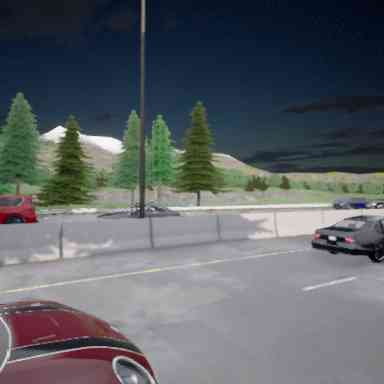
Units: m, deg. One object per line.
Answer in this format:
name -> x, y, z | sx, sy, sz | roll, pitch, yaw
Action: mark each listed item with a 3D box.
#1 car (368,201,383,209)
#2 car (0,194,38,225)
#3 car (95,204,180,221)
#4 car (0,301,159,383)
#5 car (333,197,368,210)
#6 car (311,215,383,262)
car -> 23.976, 1.519, 39.463 | 4.902, 1.511, 2.128 | 0, 0, -20
car -> -11.142, 1.151, 17.441 | 5.566, 2.045, 2.150 | 0, 0, -35
car -> -2.938, 1.450, 18.635 | 4.902, 1.511, 2.128 | 0, 0, -32
car -> -2.385, 1.338, 1.939 | 4.553, 1.767, 2.097 | 0, 0, -36
car -> 19.975, 1.361, 41.681 | 4.553, 1.767, 2.097 | 0, 0, -20
car -> 6.716, 1.553, 12.036 | 5.357, 1.411, 2.033 | 0, 0, -30
